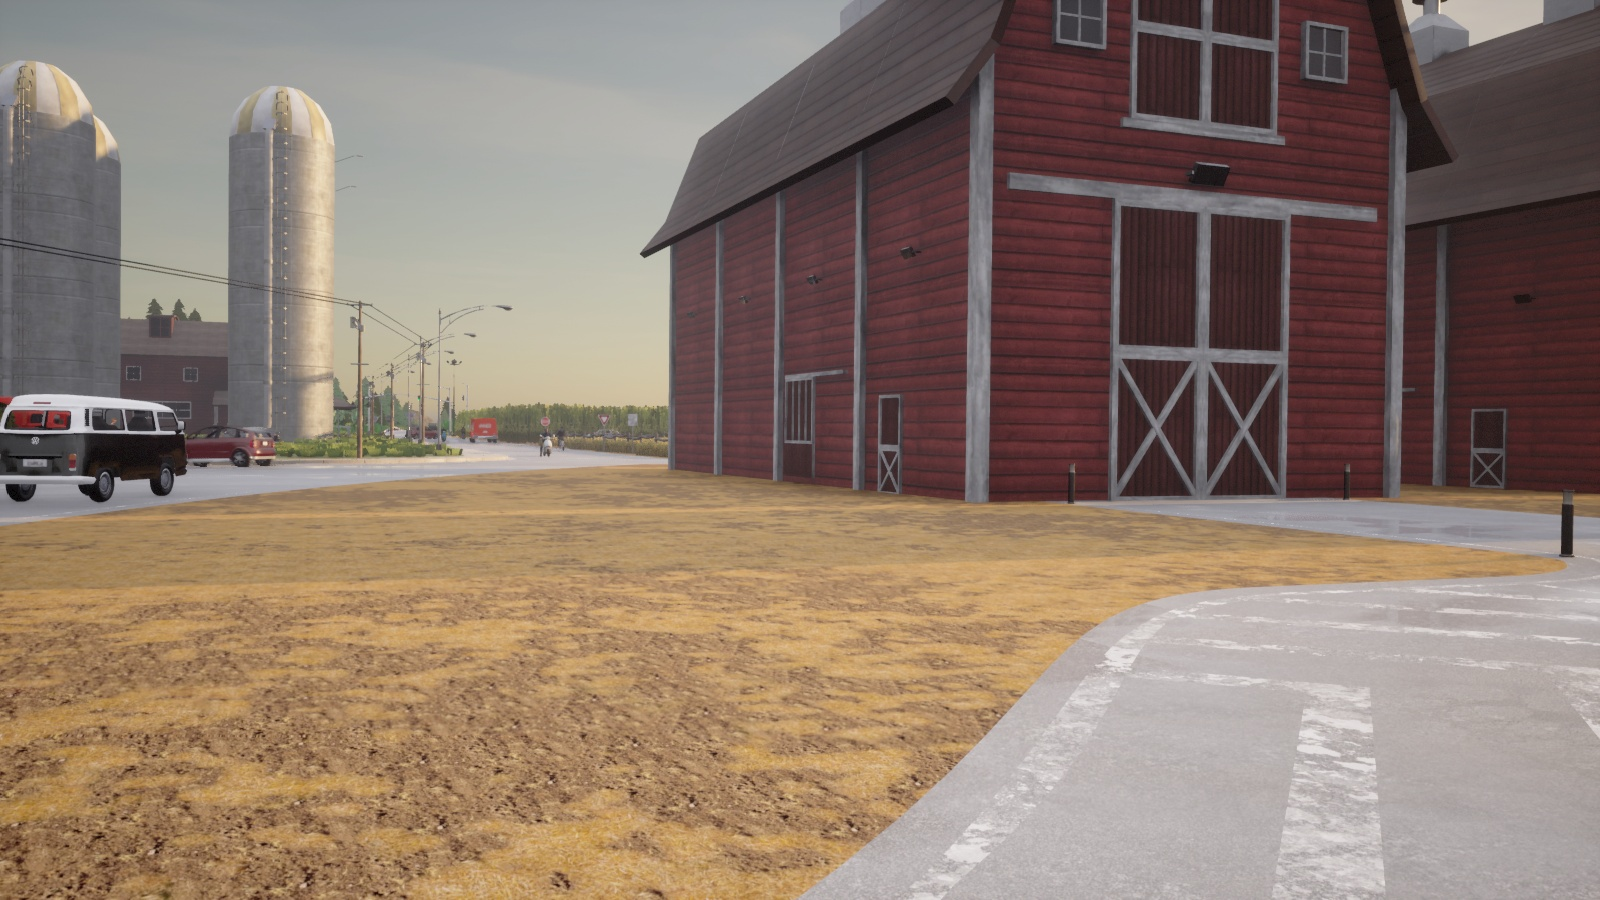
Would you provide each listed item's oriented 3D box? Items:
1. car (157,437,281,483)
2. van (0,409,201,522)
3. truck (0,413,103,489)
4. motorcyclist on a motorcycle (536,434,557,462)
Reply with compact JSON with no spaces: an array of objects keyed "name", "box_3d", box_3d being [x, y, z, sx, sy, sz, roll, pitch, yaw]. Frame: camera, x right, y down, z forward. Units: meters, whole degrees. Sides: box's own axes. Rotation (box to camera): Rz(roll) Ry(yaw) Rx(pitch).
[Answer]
[{"name":"car","box_3d":[-21.457,0.350,46.434,3.705,1.549,1.789,-2,0,7]},{"name":"van","box_3d":[-14.063,0.253,25.134,2.069,2.038,4.480,-1,1,-2]},{"name":"truck","box_3d":[-26.510,0.044,41.900,5.204,2.467,2.627,0,0,-16]},{"name":"motorcyclist on a motorcycle","box_3d":[-14.397,-0.113,71.284,0.866,1.590,1.817,-1,1,-21]}]
